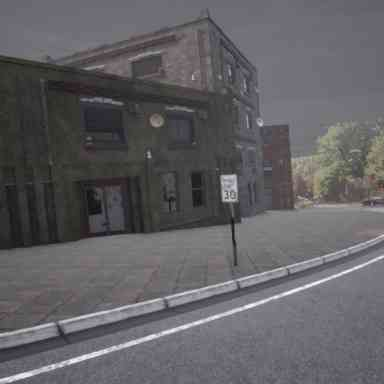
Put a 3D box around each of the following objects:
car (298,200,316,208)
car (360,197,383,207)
[{"bbox_3d":[23.928,2.496,69.404,1.882,1.535,5.008,-5,-2,-8],"label":"car"},{"bbox_3d":[28.696,1.485,52.850,1.882,1.535,5.008,-5,-2,-1],"label":"car"}]
